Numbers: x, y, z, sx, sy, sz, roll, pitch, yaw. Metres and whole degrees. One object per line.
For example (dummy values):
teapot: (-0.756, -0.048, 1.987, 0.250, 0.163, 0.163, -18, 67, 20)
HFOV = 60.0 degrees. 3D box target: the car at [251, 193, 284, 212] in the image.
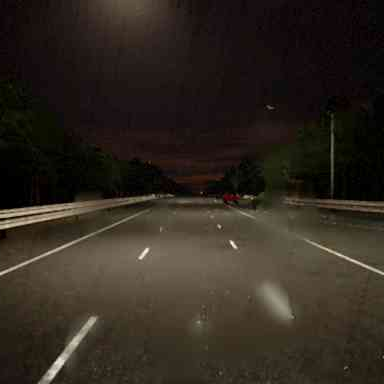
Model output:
car: (8.500, 1.101, 37.960, 2.150, 2.045, 5.566, 0, 0, -8)

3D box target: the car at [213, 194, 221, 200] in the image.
car: (7.064, 1.262, 85.321, 1.837, 1.490, 4.892, 0, 0, 0)

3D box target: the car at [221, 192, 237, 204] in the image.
car: (6.957, 1.006, 60.712, 2.150, 2.045, 5.566, 0, 0, 1)
